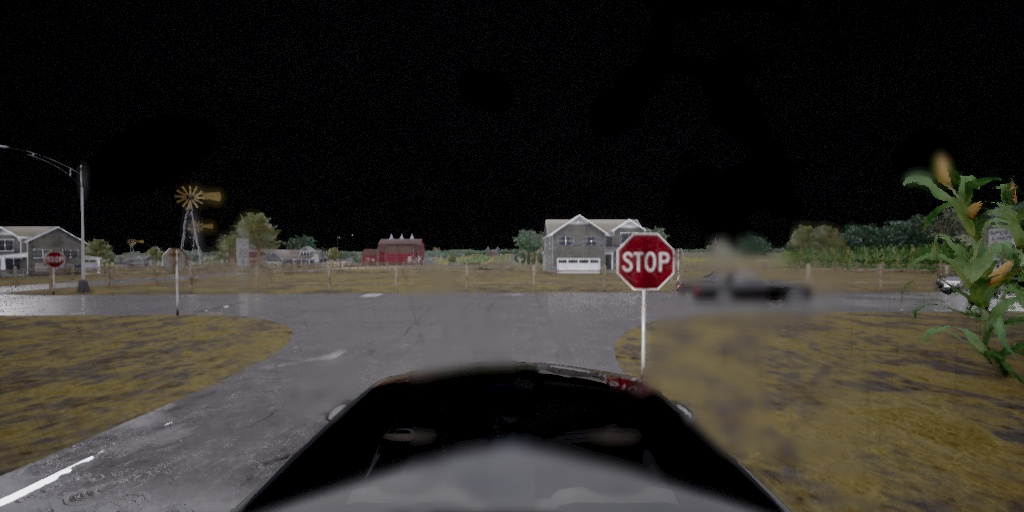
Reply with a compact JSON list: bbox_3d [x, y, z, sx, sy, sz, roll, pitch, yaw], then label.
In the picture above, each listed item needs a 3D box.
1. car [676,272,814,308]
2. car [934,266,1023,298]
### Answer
[{"bbox_3d":[9.415,1.319,14.622,4.718,1.301,1.895,0,0,-3],"label":"car"},{"bbox_3d":[23.540,1.198,17.347,4.902,1.511,2.128,0,0,0],"label":"car"}]
